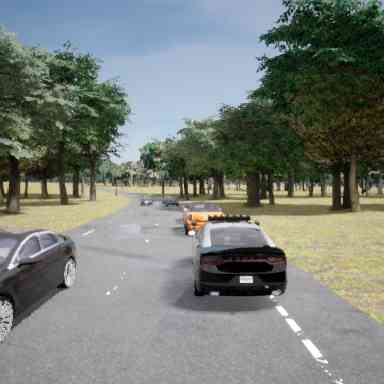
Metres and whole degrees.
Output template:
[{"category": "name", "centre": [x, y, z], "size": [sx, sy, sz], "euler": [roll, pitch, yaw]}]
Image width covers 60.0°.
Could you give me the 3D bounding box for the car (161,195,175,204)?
[{"category": "car", "centre": [-4.261, 1.349, 58.819], "size": [2.033, 1.411, 5.357], "euler": [0, 0, -9]}]

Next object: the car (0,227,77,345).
[{"category": "car", "centre": [-3.692, 1.487, 6.277], "size": [2.128, 1.511, 4.902], "euler": [0, 0, -1]}]

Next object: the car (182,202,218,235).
[{"category": "car", "centre": [0.602, 1.321, 18.680], "size": [2.097, 1.767, 4.553], "euler": [0, 0, -3]}]

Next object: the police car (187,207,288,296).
[{"category": "police car", "centre": [0.950, 1.416, 8.757], "size": [1.930, 1.638, 5.238], "euler": [0, 0, -1]}]

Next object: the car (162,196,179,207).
[{"category": "car", "centre": [-2.941, 1.408, 48.595], "size": [2.033, 1.411, 5.357], "euler": [0, 0, -6]}]

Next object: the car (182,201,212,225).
[{"category": "car", "centre": [0.275, 1.478, 24.743], "size": [1.812, 1.442, 4.674], "euler": [0, 0, -4]}]

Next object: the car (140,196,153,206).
[{"category": "car", "centre": [-6.827, 1.352, 50.310], "size": [2.128, 1.511, 4.902], "euler": [0, 0, -7]}]
